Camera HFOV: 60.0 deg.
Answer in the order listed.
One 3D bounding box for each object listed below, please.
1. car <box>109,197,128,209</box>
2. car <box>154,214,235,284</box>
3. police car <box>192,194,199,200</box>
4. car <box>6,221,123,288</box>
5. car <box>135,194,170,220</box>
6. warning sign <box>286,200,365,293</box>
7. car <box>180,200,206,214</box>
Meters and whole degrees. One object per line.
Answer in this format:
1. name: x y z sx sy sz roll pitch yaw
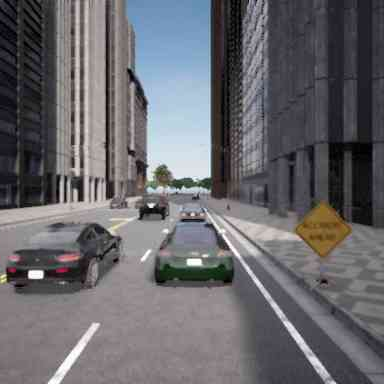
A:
1. car: -9.831 1.495 44.841 1.837 1.490 4.892 0 0 0
2. car: 0.067 1.560 9.581 1.994 1.385 4.181 0 0 1
3. police car: 0.983 1.393 87.390 1.930 1.638 5.238 0 0 0
4. car: -3.188 1.521 9.127 1.812 1.442 4.674 0 0 0
5. car: -3.159 1.213 28.498 2.150 2.045 5.566 0 0 0
6. warning sign: 2.851 1.112 7.280 1.300 1.860 1.060 0 0 0
7. car: 0.071 1.540 24.551 2.033 1.411 5.357 0 0 0
